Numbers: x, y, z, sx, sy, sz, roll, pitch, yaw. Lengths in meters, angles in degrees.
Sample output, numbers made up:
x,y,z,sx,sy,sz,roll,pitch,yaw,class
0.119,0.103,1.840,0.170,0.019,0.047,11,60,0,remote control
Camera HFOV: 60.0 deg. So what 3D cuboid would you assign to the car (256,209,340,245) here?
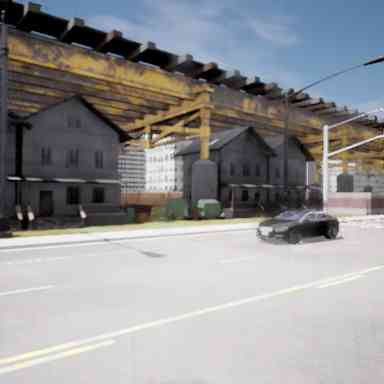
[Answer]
x,y,z,sx,sy,sz,roll,pitch,yaw,class
5.279,1.625,16.321,4.902,1.511,2.128,1,0,-35,car
